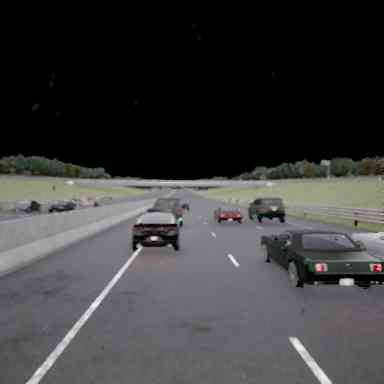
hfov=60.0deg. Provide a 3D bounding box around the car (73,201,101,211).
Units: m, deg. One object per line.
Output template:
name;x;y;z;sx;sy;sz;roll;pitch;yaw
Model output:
car;-11.685;1.751;37.976;1.812;1.442;4.674;0;-1;-2

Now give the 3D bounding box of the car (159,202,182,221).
car;-1.918;1.705;30.767;1.882;1.535;5.008;0;-1;-2

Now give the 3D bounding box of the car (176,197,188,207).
car;-1.974;1.866;64.234;2.097;1.767;4.553;0;0;-2

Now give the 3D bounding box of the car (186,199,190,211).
car;-1.438;1.749;48.856;2.097;1.767;4.553;0;-1;-2

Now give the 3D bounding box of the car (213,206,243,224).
car;2.834;1.830;27.299;1.895;1.301;4.718;0;0;-2

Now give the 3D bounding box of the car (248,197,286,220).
car;6.303;1.484;28.503;2.150;2.045;5.566;0;-1;-2

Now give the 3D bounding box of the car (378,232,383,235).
car;6.810;1.722;10.123;1.895;1.301;4.718;0;0;-1

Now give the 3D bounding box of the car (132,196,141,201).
car;-13.051;1.644;78.871;1.812;1.442;4.674;0;0;-2

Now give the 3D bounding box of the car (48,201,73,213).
car;-15.241;1.764;39.526;2.033;1.411;5.357;0;-1;-2

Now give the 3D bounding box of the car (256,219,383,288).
car;3.325;1.693;9.477;1.895;1.301;4.718;0;0;-1

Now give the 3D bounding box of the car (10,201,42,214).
car;-18.684;1.701;37.737;1.812;1.442;4.674;0;-1;-2

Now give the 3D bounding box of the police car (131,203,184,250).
police car;-1.465;1.525;14.870;1.930;1.638;5.238;0;0;-2

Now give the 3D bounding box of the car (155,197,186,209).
car;-1.741;1.401;24.796;2.150;2.045;5.566;0;0;-2
